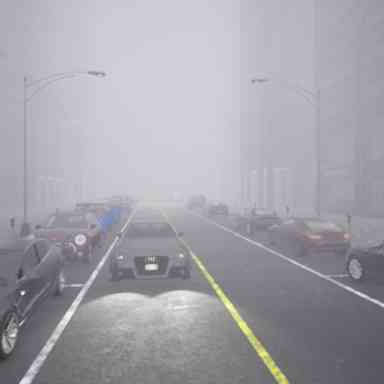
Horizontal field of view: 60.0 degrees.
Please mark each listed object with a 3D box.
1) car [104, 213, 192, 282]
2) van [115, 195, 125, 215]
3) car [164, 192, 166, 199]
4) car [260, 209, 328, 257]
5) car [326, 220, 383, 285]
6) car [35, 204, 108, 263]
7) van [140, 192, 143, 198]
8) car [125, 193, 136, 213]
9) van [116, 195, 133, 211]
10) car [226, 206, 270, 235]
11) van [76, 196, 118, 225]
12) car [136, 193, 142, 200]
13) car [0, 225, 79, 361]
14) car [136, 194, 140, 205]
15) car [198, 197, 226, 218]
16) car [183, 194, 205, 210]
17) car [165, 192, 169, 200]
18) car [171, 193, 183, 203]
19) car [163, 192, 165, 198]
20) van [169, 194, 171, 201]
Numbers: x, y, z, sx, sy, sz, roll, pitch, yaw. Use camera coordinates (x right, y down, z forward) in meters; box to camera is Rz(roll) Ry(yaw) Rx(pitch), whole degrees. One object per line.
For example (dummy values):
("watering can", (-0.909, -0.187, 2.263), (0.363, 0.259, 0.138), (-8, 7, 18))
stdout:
("car", (-1.202, 1.535, 9.610), (1.994, 1.385, 4.181), (0, 0, -8))
("van", (-5.701, 1.280, 22.558), (1.690, 1.788, 3.998), (0, 0, -8))
("car", (-5.420, 1.331, 85.323), (1.752, 1.417, 4.829), (0, 0, -8))
("car", (4.230, 1.540, 12.519), (1.802, 1.307, 4.206), (0, 0, -8))
("car", (4.970, 1.525, 6.932), (2.008, 1.369, 4.403), (0, 0, -8))
("car", (-4.220, 1.408, 11.383), (1.967, 1.590, 4.097), (0, 0, -8))
("van", (-13.107, 1.166, 78.435), (1.690, 1.788, 3.998), (0, 0, -8))
("car", (-7.182, 1.226, 33.733), (2.192, 1.841, 5.009), (0, 0, -8))
("van", (-7.923, 1.239, 39.320), (1.690, 1.788, 3.998), (0, 0, -8))
("car", (3.489, 1.494, 18.107), (2.008, 1.369, 4.403), (0, 0, -8))
("van", (-4.961, 1.294, 16.970), (1.690, 1.788, 3.998), (0, 0, -8))
("car", (-11.625, 1.410, 67.260), (1.947, 1.339, 4.313), (0, 0, -8))
("car", (-3.479, 1.550, 5.796), (1.947, 1.339, 4.313), (0, 0, -8))
("car", (-10.144, 1.408, 56.085), (1.887, 1.381, 4.507), (0, 0, -8))
("car", (2.008, 1.459, 29.281), (1.887, 1.381, 4.507), (0, 0, -8))
("car", (0.526, 1.203, 40.455), (2.192, 1.841, 5.009), (0, 0, -8))
("car", (-4.657, 1.255, 79.567), (1.967, 1.590, 4.097), (0, 0, -8))
("car", (-2.458, 1.369, 62.974), (1.752, 1.417, 4.829), (0, 0, -8))
("car", (-6.138, 1.347, 90.742), (2.008, 1.369, 4.403), (0, 0, -8))
("van", (-3.177, 1.175, 68.392), (1.690, 1.788, 3.998), (0, 0, -8))
